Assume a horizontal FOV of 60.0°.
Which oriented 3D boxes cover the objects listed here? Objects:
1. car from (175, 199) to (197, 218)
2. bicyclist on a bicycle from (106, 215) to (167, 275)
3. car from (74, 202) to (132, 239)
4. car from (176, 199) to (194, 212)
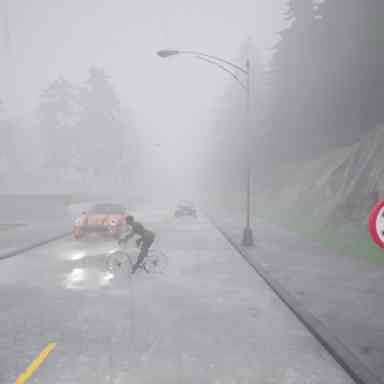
[{"bbox_3d":[-0.564,1.525,29.812,1.812,1.442,4.674,0,0,-1],"label":"car"},{"bbox_3d":[-1.502,1.451,8.974,1.656,1.620,0.582,-2,0,-1],"label":"bicyclist on a bicycle"},{"bbox_3d":[-4.455,1.352,17.177,2.097,1.767,4.553,0,0,-1],"label":"car"},{"bbox_3d":[-0.823,1.547,39.660,2.033,1.411,5.357,0,0,-1],"label":"car"}]
